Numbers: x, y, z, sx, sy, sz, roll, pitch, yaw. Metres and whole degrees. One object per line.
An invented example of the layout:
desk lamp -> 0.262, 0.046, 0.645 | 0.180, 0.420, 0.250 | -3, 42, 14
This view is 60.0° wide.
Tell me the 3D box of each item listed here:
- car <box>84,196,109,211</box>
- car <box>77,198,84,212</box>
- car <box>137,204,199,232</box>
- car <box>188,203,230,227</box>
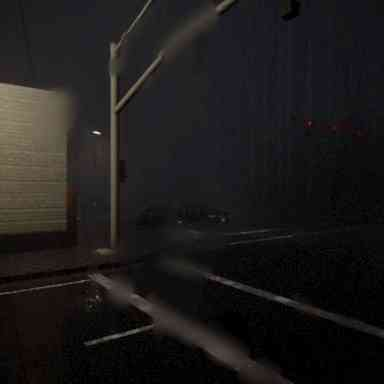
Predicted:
car -> -11.882, 1.401, 40.875 | 2.097, 1.767, 4.553 | 0, 0, -35
car -> -14.866, 1.274, 39.036 | 2.150, 2.045, 5.566 | 0, 0, -35
car -> -1.781, 1.615, 20.635 | 1.994, 1.385, 4.181 | 0, 0, -36
car -> 0.585, 1.541, 23.343 | 2.128, 1.511, 4.902 | 0, 0, -36
